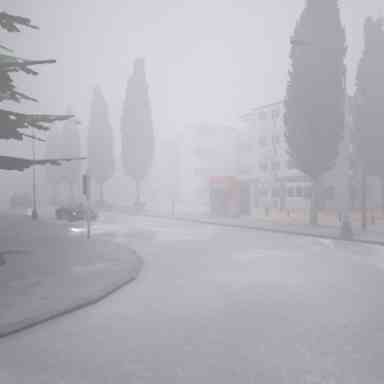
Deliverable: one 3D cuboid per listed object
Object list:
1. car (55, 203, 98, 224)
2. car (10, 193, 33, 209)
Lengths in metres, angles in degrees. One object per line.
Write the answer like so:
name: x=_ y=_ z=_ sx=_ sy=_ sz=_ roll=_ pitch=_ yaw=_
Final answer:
car: x=-8.458 y=1.498 z=24.214 sx=1.895 sy=1.301 sz=4.718 roll=-1 pitch=1 yaw=-36
car: x=-22.848 y=1.117 z=44.357 sx=2.150 sy=2.045 sz=5.566 roll=-1 pitch=0 yaw=-36
